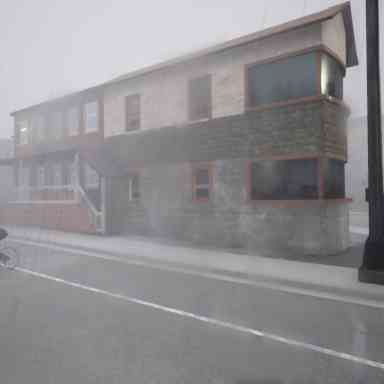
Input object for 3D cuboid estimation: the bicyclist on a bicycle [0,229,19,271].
[{"bbox_3d":[-5.482,1.434,8.938,0.582,1.620,1.656,0,2,35],"label":"bicyclist on a bicycle"}]
